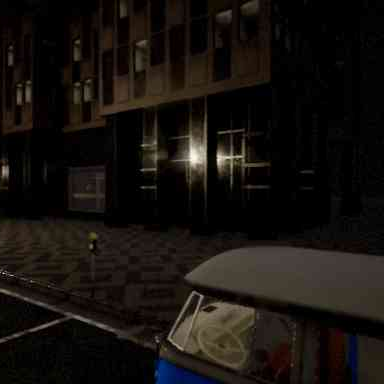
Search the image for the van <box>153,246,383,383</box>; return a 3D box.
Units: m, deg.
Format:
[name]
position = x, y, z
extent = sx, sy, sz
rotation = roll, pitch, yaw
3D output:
[van]
position = 1.546, 1.342, 1.856
extent = 3.998, 1.788, 1.690
rotation = 0, 0, 36
